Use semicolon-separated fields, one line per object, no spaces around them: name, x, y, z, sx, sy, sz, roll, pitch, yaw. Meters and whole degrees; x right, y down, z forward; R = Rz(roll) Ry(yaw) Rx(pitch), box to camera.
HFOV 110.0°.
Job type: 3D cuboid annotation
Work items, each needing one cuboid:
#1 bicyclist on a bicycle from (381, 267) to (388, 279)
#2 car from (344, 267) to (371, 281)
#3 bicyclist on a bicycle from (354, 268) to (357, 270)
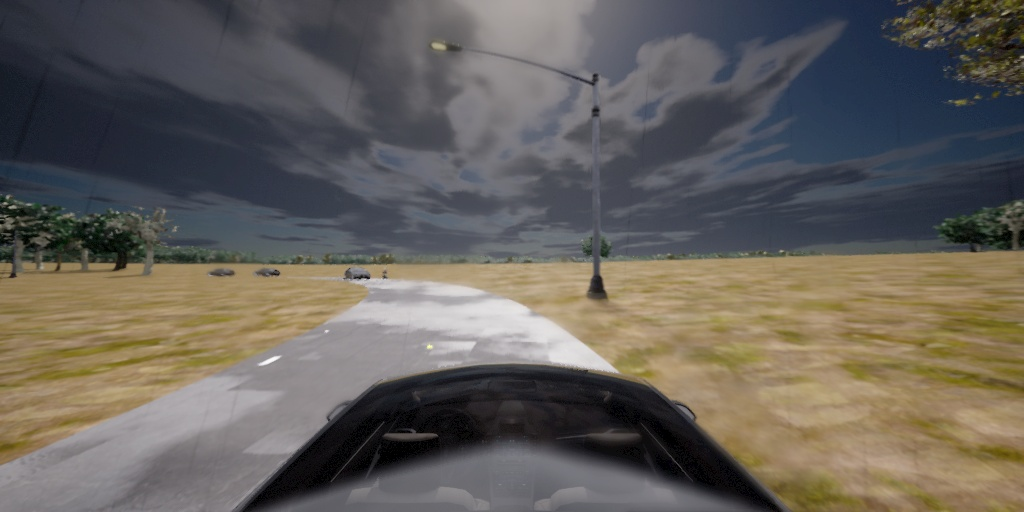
bicyclist on a bicycle;-15.848;2.097;44.629;0.866;1.612;1.509;2;-3;-42
car;-17.367;2.004;40.208;1.837;1.490;4.892;2;-3;-40
bicyclist on a bicycle;-22.280;2.328;50.926;1.656;1.620;0.582;-2;-3;40
